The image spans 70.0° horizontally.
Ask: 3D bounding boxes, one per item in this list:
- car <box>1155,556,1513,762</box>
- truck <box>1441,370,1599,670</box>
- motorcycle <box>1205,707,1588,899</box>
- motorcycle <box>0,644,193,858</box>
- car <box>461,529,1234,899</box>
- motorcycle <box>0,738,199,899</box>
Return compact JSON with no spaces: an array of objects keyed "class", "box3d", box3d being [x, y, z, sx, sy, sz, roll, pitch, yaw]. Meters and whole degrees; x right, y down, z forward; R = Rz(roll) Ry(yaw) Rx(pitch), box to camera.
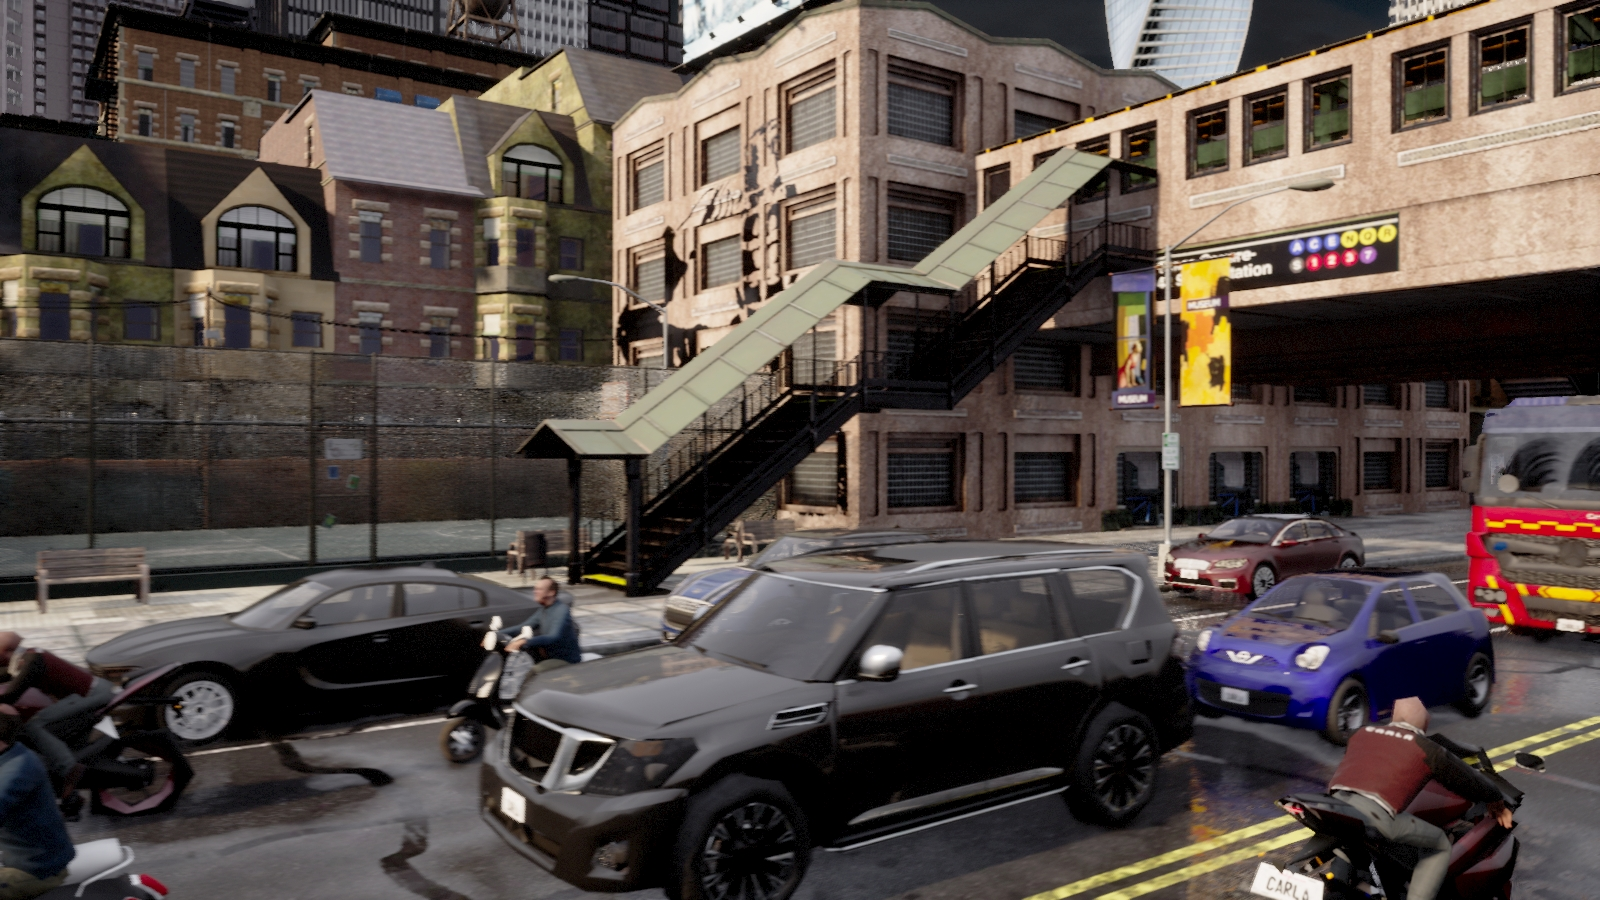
[{"class":"car","box3d":[5.668,2.038,12.024,3.633,1.501,1.845,0,0,-35]},{"class":"truck","box3d":[13.368,0.890,17.396,8.468,3.827,2.891,0,0,-35]},{"class":"motorcycle","box3d":[3.190,2.205,6.020,2.209,1.251,0.867,0,0,-35]},{"class":"motorcycle","box3d":[-5.723,2.205,8.324,2.209,1.251,0.867,0,0,-35]},{"class":"car","box3d":[0.592,1.780,8.476,5.566,2.045,2.150,0,0,-35]},{"class":"motorcycle","box3d":[-3.880,2.182,5.340,1.805,1.236,0.856,0,0,-35]}]
